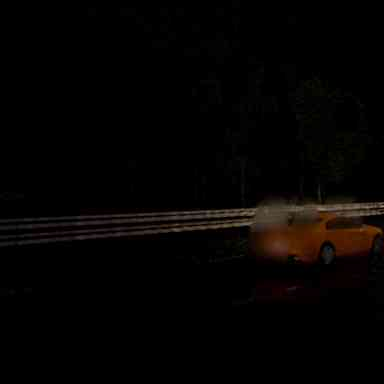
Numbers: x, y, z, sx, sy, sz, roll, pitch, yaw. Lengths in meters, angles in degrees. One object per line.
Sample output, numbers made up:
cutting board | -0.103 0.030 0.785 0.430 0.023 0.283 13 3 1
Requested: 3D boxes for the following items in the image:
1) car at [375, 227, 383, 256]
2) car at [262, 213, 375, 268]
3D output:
car | 6.941 1.495 8.707 4.674 1.442 1.812 0 0 -36
car | 4.581 1.448 11.324 5.008 1.535 1.882 0 0 -36
